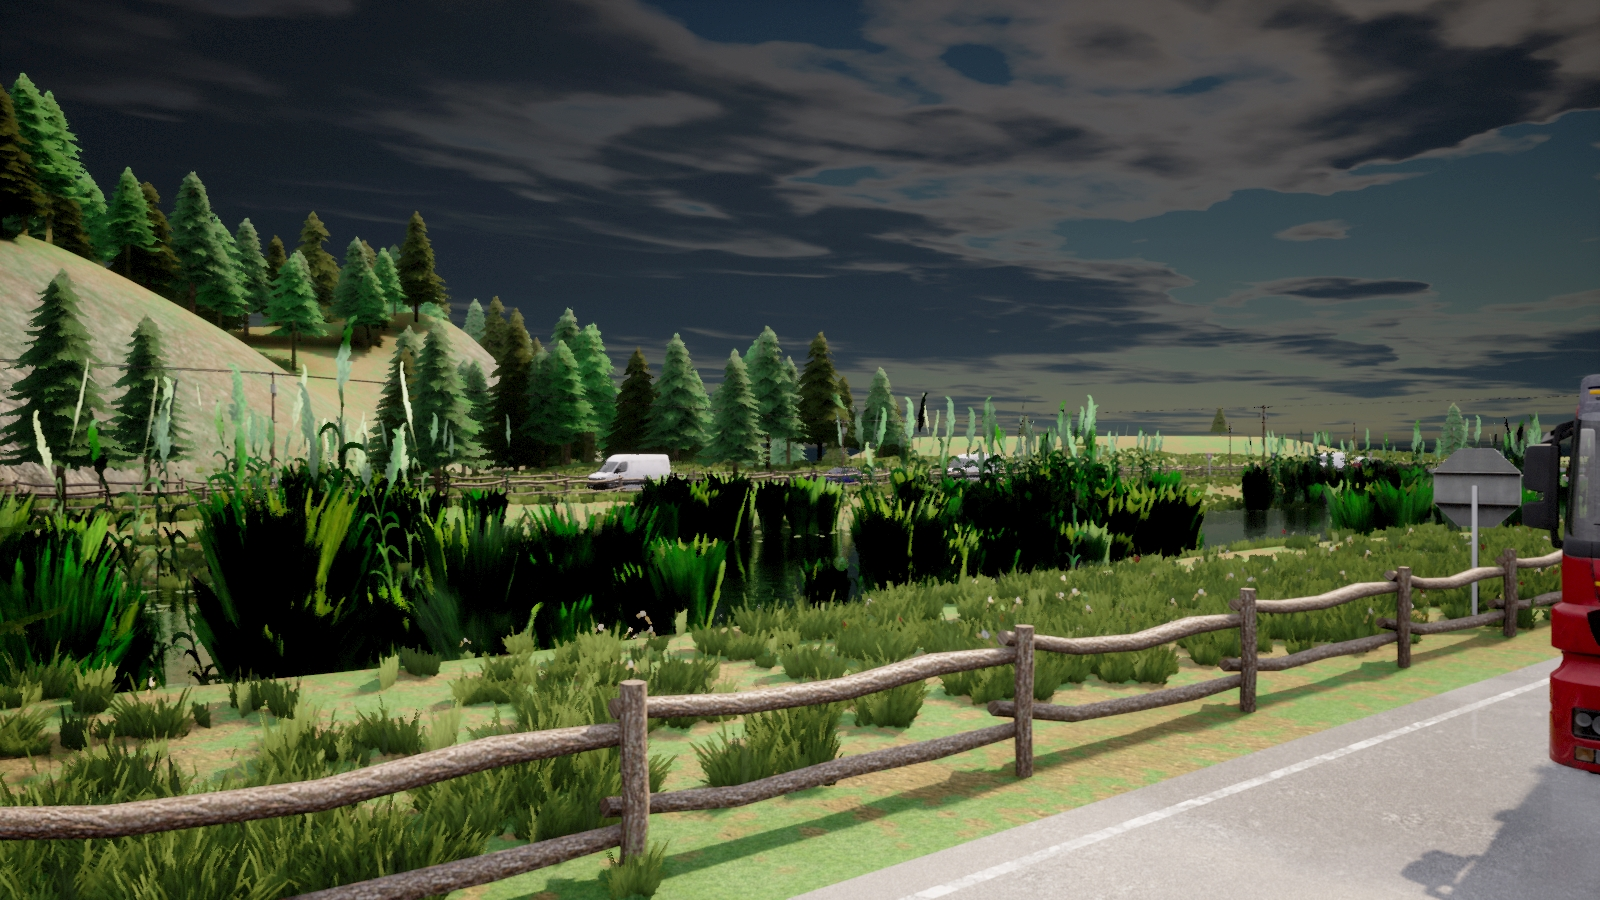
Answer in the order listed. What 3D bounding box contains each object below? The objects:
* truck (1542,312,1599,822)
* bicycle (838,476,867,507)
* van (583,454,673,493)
[{"bbox_3d":[9.638,0.861,10.993,2.891,3.827,8.468,0,1,42],"label":"truck"},{"bbox_3d":[2.566,2.028,56.046,1.643,1.496,0.373,0,0,-43],"label":"bicycle"},{"bbox_3d":[-11.574,1.534,77.024,5.915,2.561,1.988,0,0,-43],"label":"van"}]
